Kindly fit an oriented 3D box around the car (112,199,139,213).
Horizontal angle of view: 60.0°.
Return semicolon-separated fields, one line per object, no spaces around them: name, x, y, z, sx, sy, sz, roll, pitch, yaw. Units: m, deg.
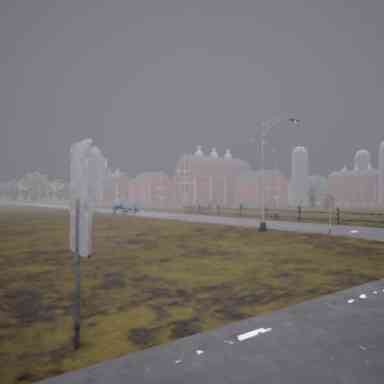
car;-9.615;1.962;47.825;2.150;2.045;5.566;1;-1;-35
